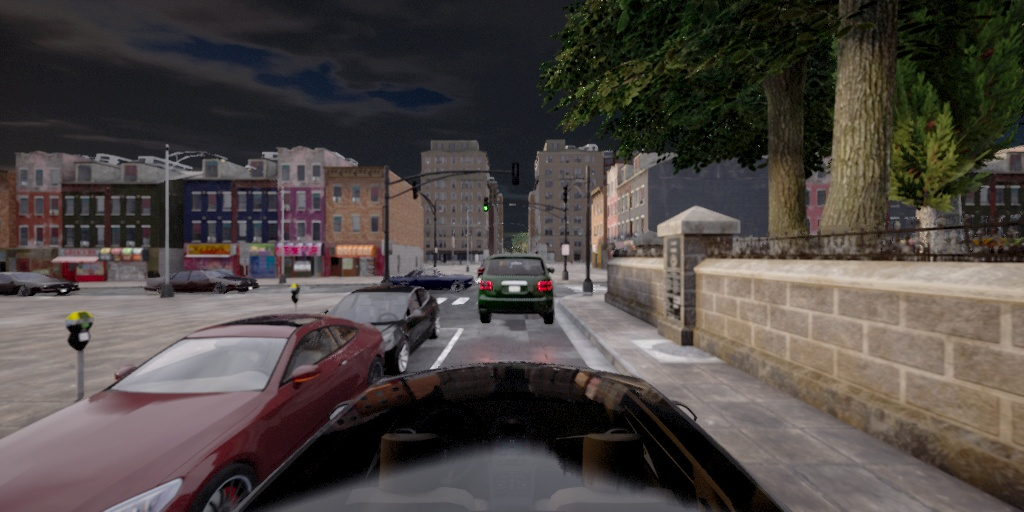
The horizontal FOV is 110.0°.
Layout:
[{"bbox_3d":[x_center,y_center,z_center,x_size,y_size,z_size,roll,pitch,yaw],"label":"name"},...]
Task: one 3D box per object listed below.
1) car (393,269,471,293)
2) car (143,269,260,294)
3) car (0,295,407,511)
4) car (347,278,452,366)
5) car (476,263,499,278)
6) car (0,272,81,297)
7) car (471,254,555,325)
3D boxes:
[{"bbox_3d":[-4.470,1.377,20.283,4.718,1.301,1.895,-1,0,0],"label":"car"},{"bbox_3d":[-17.430,1.462,20.246,5.357,1.411,2.033,-1,0,0],"label":"car"},{"bbox_3d":[-2.637,1.331,3.687,1.802,1.307,4.207,0,0,0],"label":"car"},{"bbox_3d":[-2.635,1.313,7.349,1.948,1.339,4.313,0,0,0],"label":"car"},{"bbox_3d":[-2.264,1.326,34.135,1.895,1.301,4.718,0,0,0],"label":"car"},{"bbox_3d":[-27.942,1.608,20.213,5.357,1.411,2.033,-1,0,0],"label":"car"},{"bbox_3d":[0.253,0.963,12.007,2.150,2.045,5.566,0,0,4],"label":"car"}]
